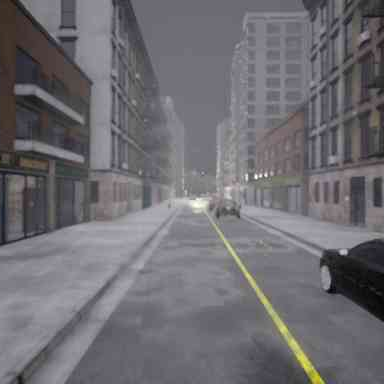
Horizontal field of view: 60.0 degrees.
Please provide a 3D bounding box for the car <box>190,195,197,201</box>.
[{"bbox_3d":[0.358,1.683,89.786,1.837,1.490,4.892,0,-1,0],"label":"car"}]

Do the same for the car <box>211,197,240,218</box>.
[{"bbox_3d":[3.166,1.426,30.710,2.097,1.767,4.553,0,0,1],"label":"car"}]

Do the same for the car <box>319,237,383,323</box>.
[{"bbox_3d":[3.912,1.510,5.880,1.882,1.535,5.008,0,0,0],"label":"car"}]

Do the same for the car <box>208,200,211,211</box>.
[{"bbox_3d":[3.182,1.444,42.184,2.097,1.767,4.553,0,0,1],"label":"car"}]
